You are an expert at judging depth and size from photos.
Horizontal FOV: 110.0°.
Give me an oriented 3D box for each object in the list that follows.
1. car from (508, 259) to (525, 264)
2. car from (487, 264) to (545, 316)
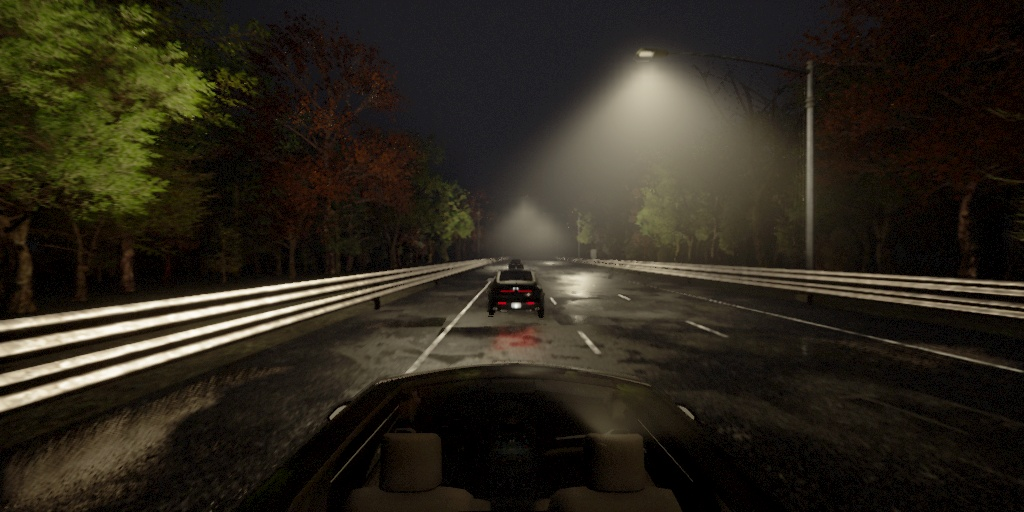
[{"bbox_3d":[0.524,1.136,43.717,1.837,1.490,4.892,0,0,1],"label":"car"},{"bbox_3d":[0.138,1.223,13.117,1.837,1.490,4.892,0,0,0],"label":"car"}]
